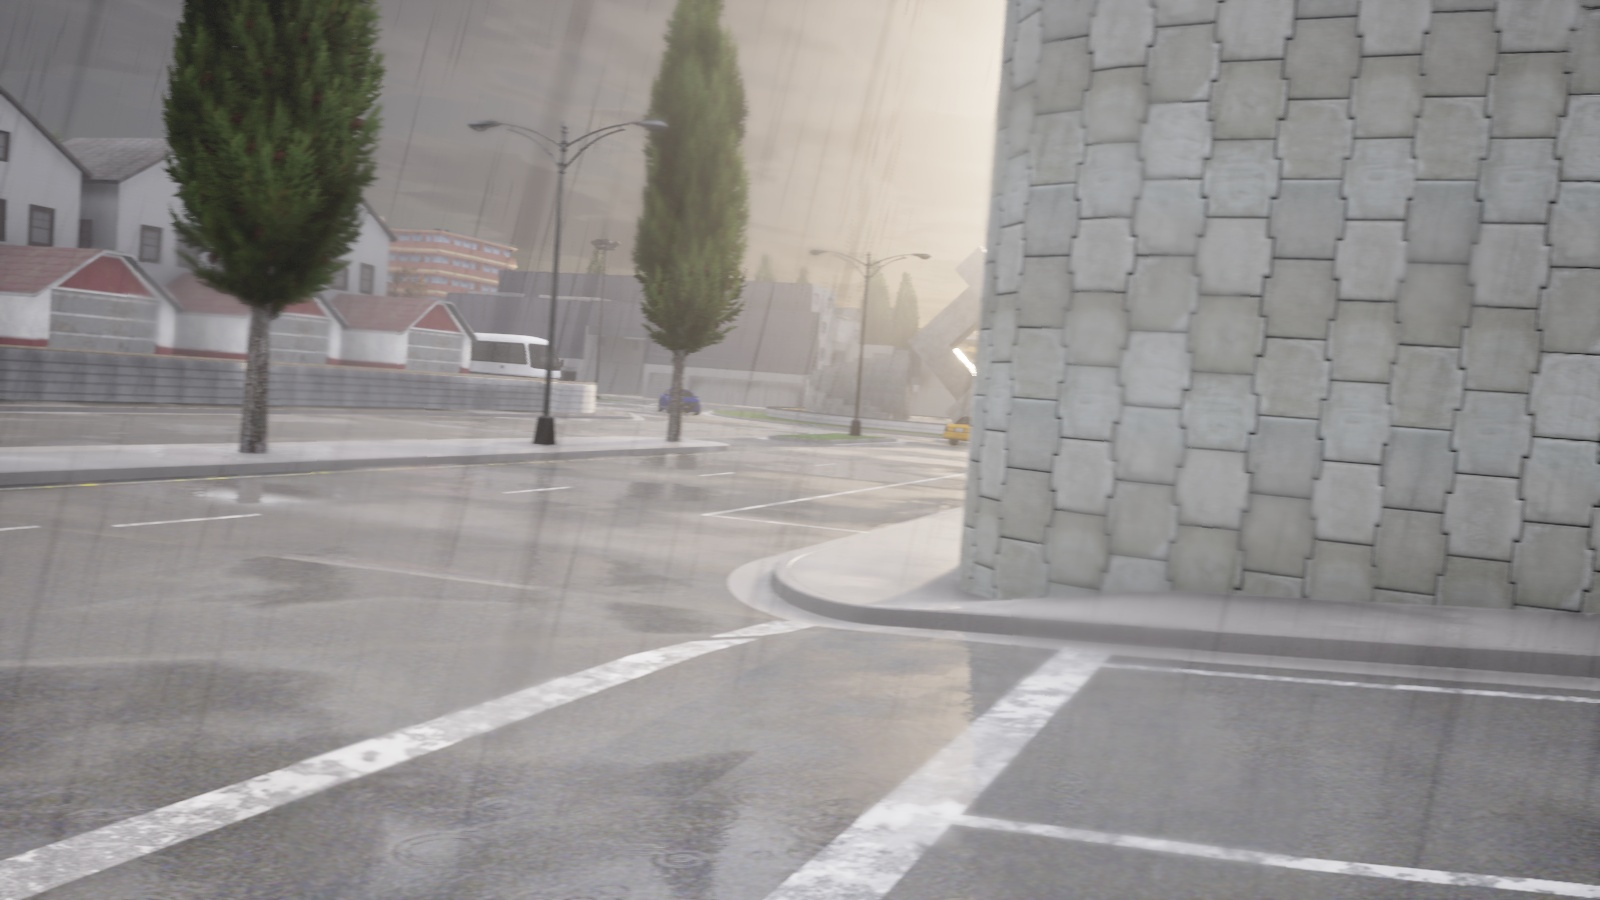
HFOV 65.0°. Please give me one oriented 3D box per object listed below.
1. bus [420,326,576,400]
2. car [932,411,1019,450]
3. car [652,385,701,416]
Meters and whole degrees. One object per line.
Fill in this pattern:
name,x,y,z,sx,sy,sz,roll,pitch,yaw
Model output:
bus,-20.926,-6.023,86.728,10.273,4.253,3.944,6,3,30
car,8.076,-0.857,57.443,1.801,1.575,5.366,6,3,32
car,-7.509,-3.009,75.745,1.882,1.535,5.008,4,3,-17
